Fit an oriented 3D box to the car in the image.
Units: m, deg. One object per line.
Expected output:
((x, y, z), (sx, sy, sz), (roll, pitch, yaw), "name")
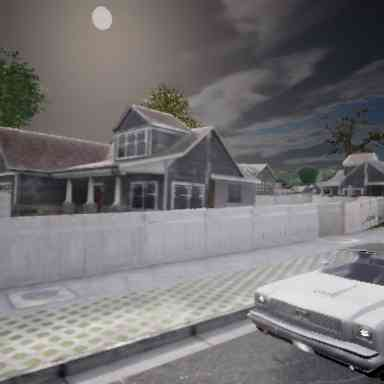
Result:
((3.128, 1.604, 5.464), (4.718, 1.301, 1.895), (0, 0, -37), "car")
